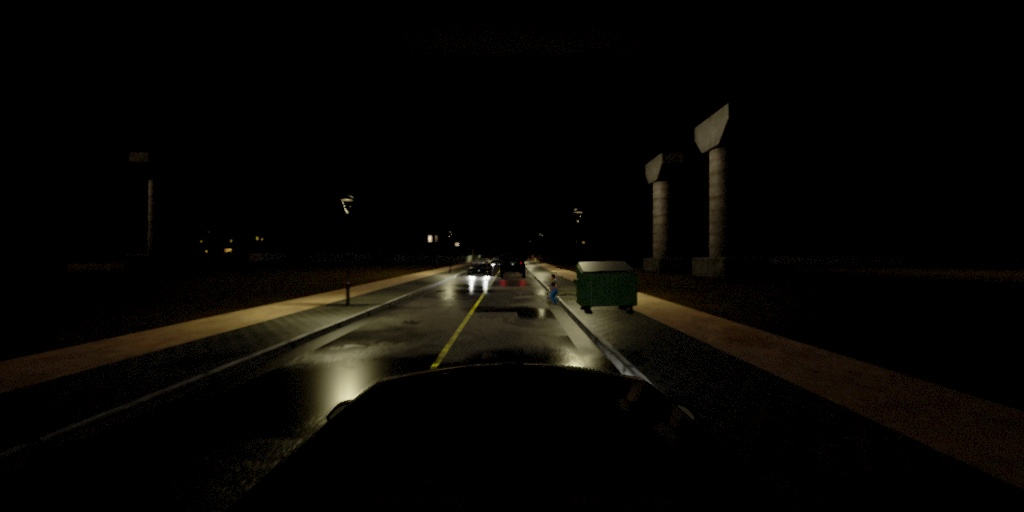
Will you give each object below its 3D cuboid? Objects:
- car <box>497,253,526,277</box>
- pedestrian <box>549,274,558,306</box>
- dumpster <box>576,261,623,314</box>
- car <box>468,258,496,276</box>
[{"bbox_3d":[0.067,0.728,31.868,2.150,2.045,5.566,0,1,0],"label":"car"},{"bbox_3d":[1.633,1.228,13.587,0.375,1.300,0.375,1,-1,0],"label":"pedestrian"},{"bbox_3d":[3.006,1.058,12.563,1.020,1.700,1.940,0,0,0],"label":"dumpster"},{"bbox_3d":[-2.846,1.058,33.055,1.994,1.385,4.181,0,0,0],"label":"car"}]
